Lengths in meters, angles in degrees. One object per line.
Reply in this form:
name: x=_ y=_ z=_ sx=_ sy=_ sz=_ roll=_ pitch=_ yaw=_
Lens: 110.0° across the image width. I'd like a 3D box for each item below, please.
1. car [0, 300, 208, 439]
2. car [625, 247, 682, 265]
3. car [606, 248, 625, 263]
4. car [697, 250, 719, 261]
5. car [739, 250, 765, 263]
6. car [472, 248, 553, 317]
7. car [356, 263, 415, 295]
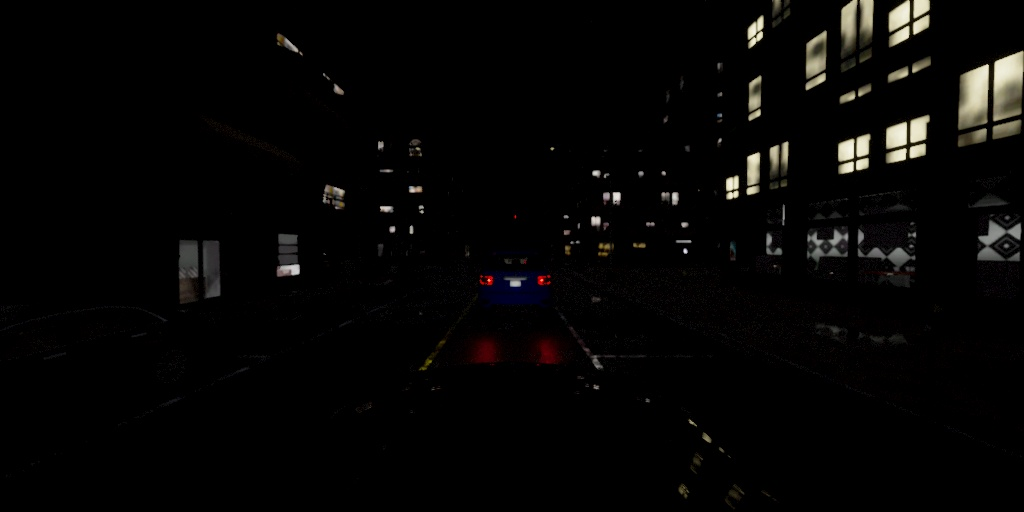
car: x=-5.692 y=1.253 z=3.917 sx=2.007 sy=1.370 sz=4.403 roll=0 pitch=0 yaw=0
car: x=14.693 y=0.025 z=36.809 sx=5.009 sy=1.841 sz=2.192 roll=0 pitch=0 yaw=-1
car: x=14.555 y=-0.169 z=45.186 sx=5.009 sy=1.841 sz=2.192 roll=0 pitch=0 yaw=-1
car: x=25.647 y=-0.111 z=45.284 sx=4.207 sy=1.307 sz=1.802 roll=0 pitch=0 yaw=-1
car: x=25.787 y=0.066 z=36.906 sx=4.313 sy=1.339 sz=1.948 roll=0 pitch=0 yaw=-1
car: x=0.093 y=0.749 z=12.167 sx=2.150 sy=2.045 sz=5.566 roll=0 pitch=2 yaw=0
car: x=-5.748 y=1.007 z=16.831 sx=1.802 sy=1.307 sz=4.207 roll=0 pitch=0 yaw=0
